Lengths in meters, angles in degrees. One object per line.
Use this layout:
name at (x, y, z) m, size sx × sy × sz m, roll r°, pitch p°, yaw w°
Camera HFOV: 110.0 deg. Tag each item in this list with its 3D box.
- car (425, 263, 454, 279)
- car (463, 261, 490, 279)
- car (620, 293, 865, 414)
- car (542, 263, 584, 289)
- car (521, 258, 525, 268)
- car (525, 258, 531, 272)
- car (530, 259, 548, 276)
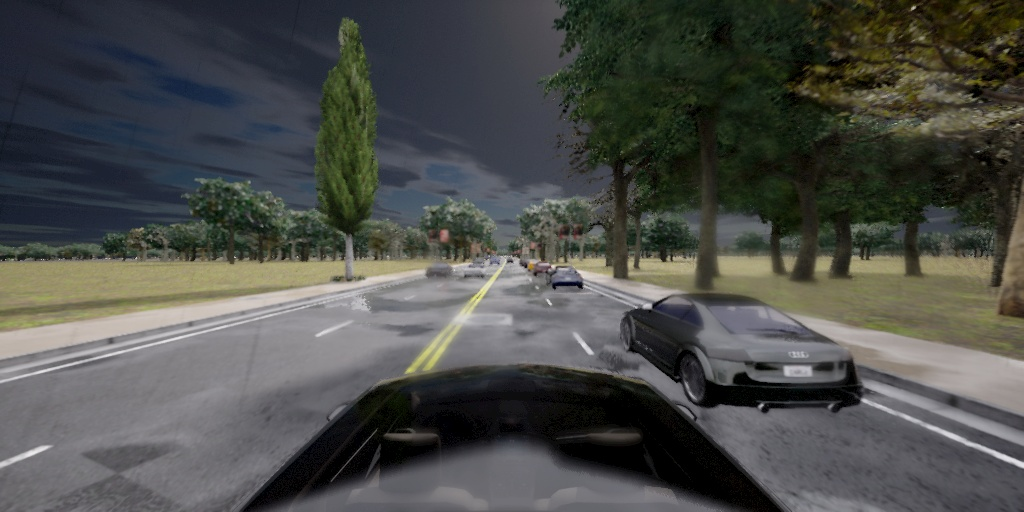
car at (-6.656, 1.327, 33.622) m, size 2.033 × 1.411 × 5.357 m, roll 0°, pitch 0°, yaw 0°
car at (-3.406, 1.381, 33.649) m, size 1.895 × 1.301 × 4.718 m, roll 0°, pitch 0°, yaw 0°
car at (3.347, 1.316, 6.201) m, size 1.994 × 1.385 × 4.181 m, roll 0°, pitch 0°, yaw 0°
car at (3.320, 1.329, 23.200) m, size 1.994 × 1.385 × 4.181 m, roll 0°, pitch 0°, yaw 0°
car at (3.067, 1.318, 59.277) m, size 2.163 × 1.488 × 4.792 m, roll 0°, pitch 0°, yaw 0°
car at (3.129, 1.277, 48.241) m, size 1.882 × 1.535 × 5.008 m, roll 0°, pitch 0°, yaw 0°
car at (3.177, 1.310, 37.236) m, size 1.812 × 1.442 × 4.674 m, roll 0°, pitch 0°, yaw 0°
